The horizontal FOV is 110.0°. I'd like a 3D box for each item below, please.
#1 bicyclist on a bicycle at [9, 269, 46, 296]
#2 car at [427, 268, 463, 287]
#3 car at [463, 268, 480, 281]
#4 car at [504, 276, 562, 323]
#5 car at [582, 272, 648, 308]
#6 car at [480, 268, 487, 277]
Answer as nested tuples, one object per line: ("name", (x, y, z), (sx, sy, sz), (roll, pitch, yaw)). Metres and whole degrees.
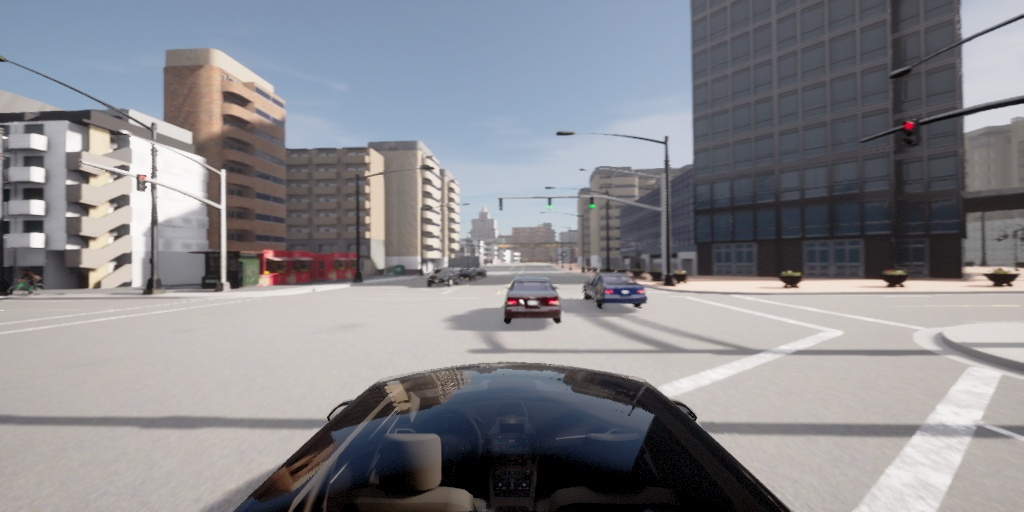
("bicyclist on a bicycle", (-29.766, 1.637, 22.053), (0.582, 1.620, 1.656), (-1, -1, 3))
("car", (-5.661, 1.752, 29.915), (1.837, 1.490, 4.892), (-1, -1, 3))
("car", (-5.172, 2.074, 39.984), (1.895, 1.301, 4.718), (-1, -1, 3))
("car", (0.709, 1.431, 12.795), (2.033, 1.411, 5.357), (-1, -1, 3))
("car", (4.360, 1.434, 15.945), (2.033, 1.411, 5.357), (-1, -1, 3))
("car", (-4.658, 2.331, 50.149), (1.895, 1.301, 4.718), (-1, -1, 3))
